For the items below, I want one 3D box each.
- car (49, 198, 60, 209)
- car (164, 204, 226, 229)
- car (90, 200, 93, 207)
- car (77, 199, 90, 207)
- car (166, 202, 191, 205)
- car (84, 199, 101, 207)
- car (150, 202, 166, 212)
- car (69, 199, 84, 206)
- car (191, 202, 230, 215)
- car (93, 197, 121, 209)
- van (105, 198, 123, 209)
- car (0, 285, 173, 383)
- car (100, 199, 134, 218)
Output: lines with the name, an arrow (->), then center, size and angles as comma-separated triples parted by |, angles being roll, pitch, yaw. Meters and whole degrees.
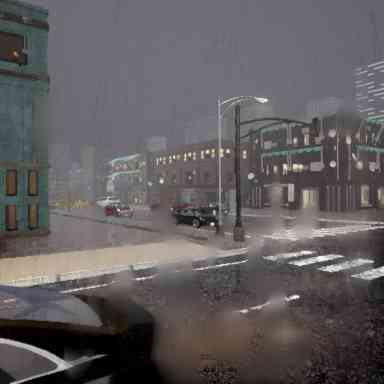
car -> -23.711, 2.233, 57.960 | 1.752, 1.417, 4.829 | -1, 0, -35
car -> 0.102, 1.815, 24.115 | 1.947, 1.339, 4.313 | -1, 0, -35
car -> -16.976, 1.940, 62.942 | 2.192, 1.841, 5.009 | -1, 0, -35
car -> -21.646, 2.175, 65.075 | 1.882, 1.535, 5.008 | -1, 0, -35
car -> -0.979, 1.904, 40.355 | 1.802, 1.307, 4.206 | -2, 0, -35
car -> -20.169, 2.228, 67.460 | 1.887, 1.381, 4.507 | -1, 0, -35
car -> -4.176, 1.966, 44.872 | 1.802, 1.307, 4.206 | -1, 0, -35
car -> -26.566, 2.364, 76.495 | 1.947, 1.339, 4.313 | -1, 0, -35
car -> 2.219, 1.810, 35.837 | 2.008, 1.369, 4.403 | -2, 0, -35
car -> -13.619, 1.774, 53.734 | 2.150, 2.045, 5.566 | -1, 0, -35
van -> -13.777, 1.907, 58.425 | 1.690, 1.788, 3.998 | -1, 0, -35
car -> -2.425, 1.492, 1.958 | 4.902, 1.511, 2.128 | 0, 0, -35
car -> -7.820, 1.847, 35.510 | 1.967, 1.590, 4.097 | -1, 0, -35
